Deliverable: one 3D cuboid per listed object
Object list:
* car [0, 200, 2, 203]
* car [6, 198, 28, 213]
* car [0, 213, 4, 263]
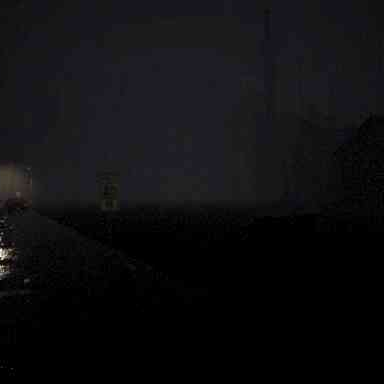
[{"bbox_3d":[-18.428,1.320,29.819,2.150,2.045,5.566,-1,0,-30],"label":"car"},{"bbox_3d":[-20.310,1.590,38.734,1.812,1.442,4.674,-1,0,-30],"label":"car"},{"bbox_3d":[-7.689,1.553,11.501,1.837,1.490,4.892,-1,0,-30],"label":"car"}]
